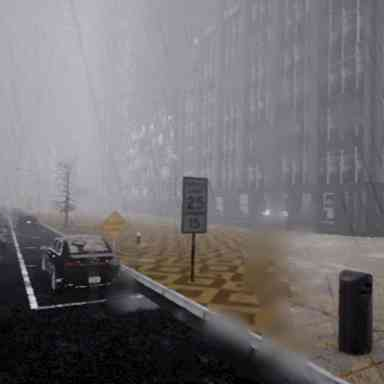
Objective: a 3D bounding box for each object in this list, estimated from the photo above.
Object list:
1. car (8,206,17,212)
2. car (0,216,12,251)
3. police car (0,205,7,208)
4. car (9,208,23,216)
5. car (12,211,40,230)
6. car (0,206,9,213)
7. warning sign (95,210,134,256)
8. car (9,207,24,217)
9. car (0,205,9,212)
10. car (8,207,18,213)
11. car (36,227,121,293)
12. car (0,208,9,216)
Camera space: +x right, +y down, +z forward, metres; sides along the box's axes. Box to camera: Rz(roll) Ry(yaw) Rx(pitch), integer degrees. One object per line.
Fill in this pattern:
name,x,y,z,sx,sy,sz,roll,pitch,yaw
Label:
car,-45.192,4.366,83.729,1.752,1.417,4.829,2,-3,-29
car,-10.302,2.111,16.624,1.994,1.385,4.181,3,-3,-29
police car,-39.252,3.721,68.988,1.930,1.638,5.238,3,-3,-35
car,-31.252,3.593,59.016,1.947,1.339,4.313,2,-3,-29
car,-14.622,2.618,29.542,1.947,1.339,4.313,2,-3,-29
car,-43.948,4.095,77.736,1.837,1.490,4.892,3,-3,-29
warning sign,-3.385,1.736,14.534,1.300,1.860,1.060,4,-3,-29
car,-22.937,3.106,44.279,1.947,1.339,4.313,2,-3,-29
car,-46.851,4.114,82.955,2.097,1.767,4.553,3,-3,-29
car,-42.338,4.219,78.667,1.887,1.381,4.507,2,-3,-29
car,-3.425,1.954,9.958,2.008,1.369,4.403,2,-3,-29
car,-22.641,2.837,38.475,1.994,1.385,4.181,3,-3,-29
